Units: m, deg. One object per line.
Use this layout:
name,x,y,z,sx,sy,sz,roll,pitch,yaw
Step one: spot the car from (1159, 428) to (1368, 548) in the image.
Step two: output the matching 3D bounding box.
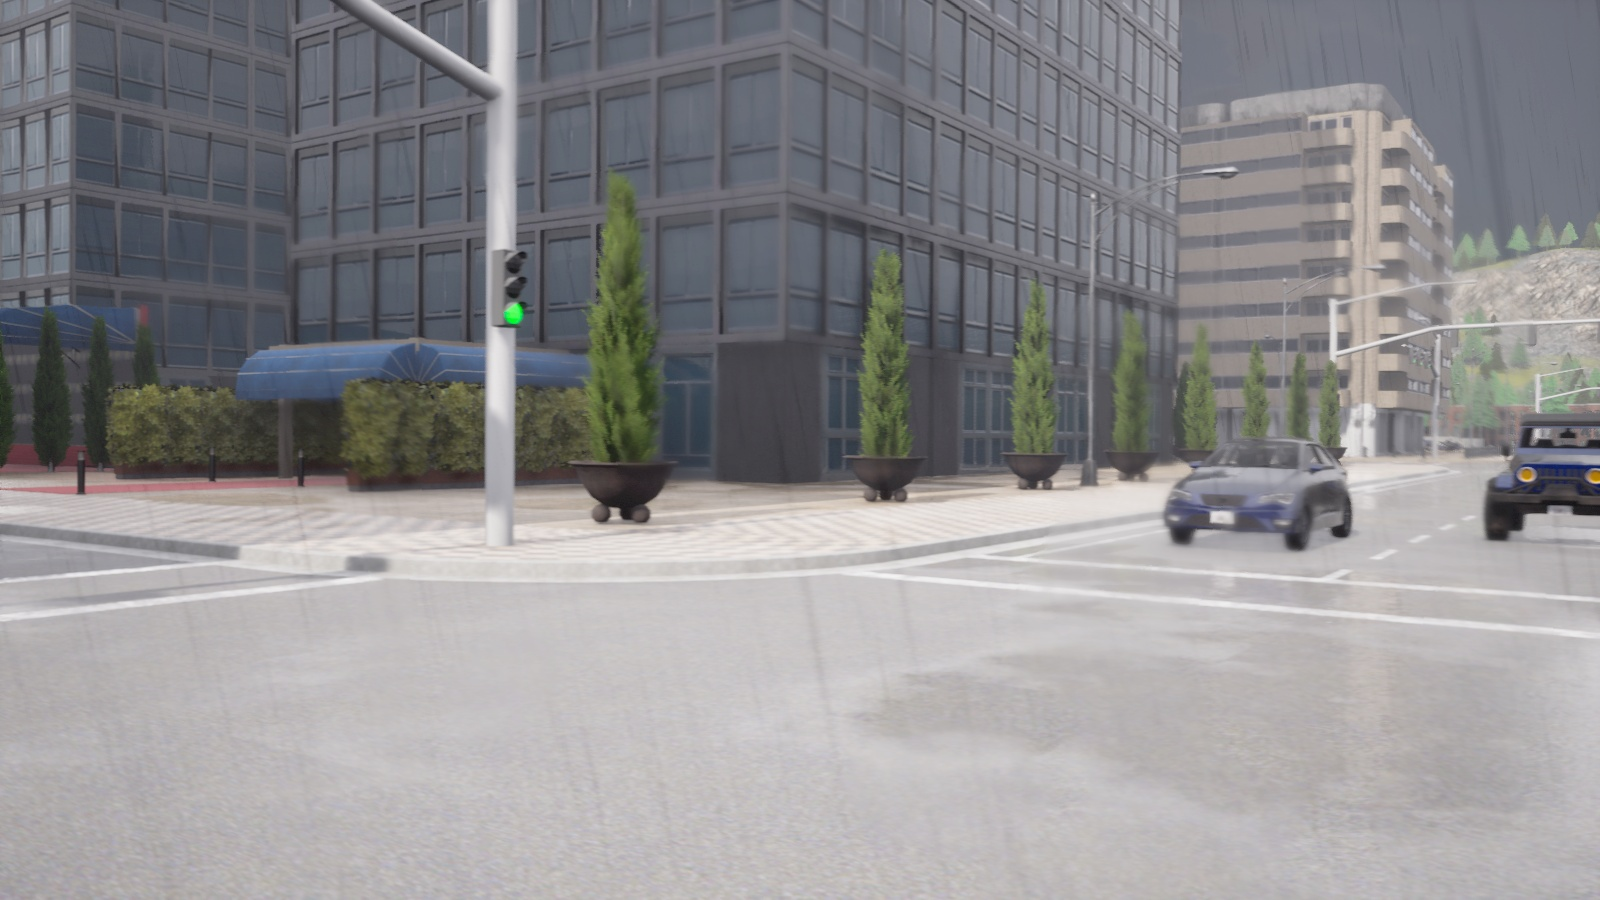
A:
car,6.656,0.442,17.756,1.816,1.474,4.193,0,1,34

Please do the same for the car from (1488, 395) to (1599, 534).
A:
car,11.547,0.167,18.728,1.905,1.878,3.866,0,1,34
